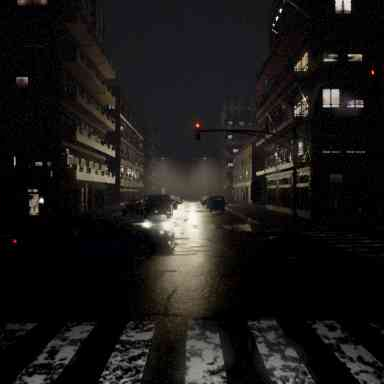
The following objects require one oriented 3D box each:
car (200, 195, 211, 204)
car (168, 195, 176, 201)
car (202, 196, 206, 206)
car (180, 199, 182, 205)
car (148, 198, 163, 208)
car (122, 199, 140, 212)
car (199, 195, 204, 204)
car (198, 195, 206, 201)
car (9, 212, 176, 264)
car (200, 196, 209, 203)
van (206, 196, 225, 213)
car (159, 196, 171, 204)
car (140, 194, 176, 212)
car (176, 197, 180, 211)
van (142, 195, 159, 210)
[{"bbox_3d":[2.622,1.419,65.364,1.967,1.590,4.097,0,0,0],"label":"car"},{"bbox_3d":[-5.240,1.512,87.697,2.008,1.369,4.403,0,0,0],"label":"car"},{"bbox_3d":[2.697,1.533,43.040,1.887,1.381,4.507,0,0,0],"label":"car"},{"bbox_3d":[-2.757,1.530,57.334,2.033,1.411,5.357,0,0,1],"label":"car"},{"bbox_3d":[-5.321,1.568,48.627,1.802,1.307,4.206,0,0,0],"label":"car"},{"bbox_3d":[-5.416,1.432,31.882,1.967,1.590,4.097,0,0,0],"label":"car"},{"bbox_3d":[2.614,1.550,54.202,1.947,1.339,4.313,0,0,0],"label":"car"},{"bbox_3d":[2.641,1.527,87.691,1.947,1.339,4.313,0,0,0],"label":"car"},{"bbox_3d":[-3.256,1.573,11.436,5.357,1.411,2.033,-1,0,0],"label":"car"},{"bbox_3d":[2.627,1.520,70.946,1.887,1.381,4.507,0,0,0],"label":"car"},{"bbox_3d":[2.727,1.331,36.836,1.690,1.788,3.998,0,0,0],"label":"van"},{"bbox_3d":[-5.259,1.524,65.371,1.887,1.381,4.507,0,0,0],"label":"car"},{"bbox_3d":[-2.838,1.214,29.364,2.150,2.045,5.566,0,0,0],"label":"car"},{"bbox_3d":[-2.820,1.552,40.625,1.994,1.385,4.181,0,0,-1],"label":"car"},{"bbox_3d":[-5.372,1.329,43.046,1.690,1.788,3.998,0,0,0],"label":"van"}]
